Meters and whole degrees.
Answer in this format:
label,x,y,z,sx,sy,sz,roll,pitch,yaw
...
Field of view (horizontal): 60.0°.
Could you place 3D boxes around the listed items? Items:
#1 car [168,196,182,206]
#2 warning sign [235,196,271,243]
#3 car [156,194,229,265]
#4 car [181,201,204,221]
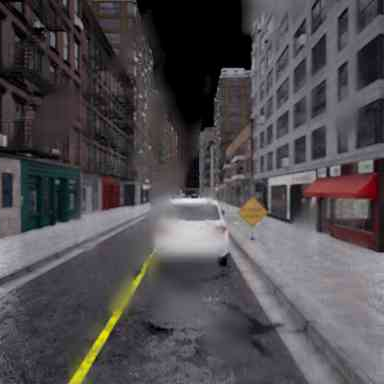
label,x,y,z,sx,sy,sz,roll,pitch,yaw
car,-2.825,1.493,57.356,2.128,1.511,4.902,0,0,0
warning sign,2.518,1.119,13.853,1.300,1.860,1.060,0,0,0
car,0.033,1.227,11.831,2.150,2.045,5.566,0,0,1
car,0.045,1.532,28.638,1.812,1.442,4.674,0,0,1
